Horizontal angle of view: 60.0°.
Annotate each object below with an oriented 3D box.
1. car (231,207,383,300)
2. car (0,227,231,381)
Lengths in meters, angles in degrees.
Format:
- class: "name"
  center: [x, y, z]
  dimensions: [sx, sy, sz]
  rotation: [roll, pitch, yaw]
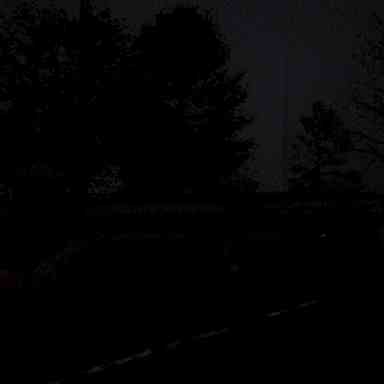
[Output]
- class: "car"
  center: [2.972, 1.353, 8.680]
  dimensions: [5.009, 1.841, 2.192]
  rotation: [0, 0, -36]
- class: "car"
  center: [-1.612, 1.449, 5.408]
  dimensions: [4.097, 1.590, 1.967]
  rotation: [0, 0, -36]
